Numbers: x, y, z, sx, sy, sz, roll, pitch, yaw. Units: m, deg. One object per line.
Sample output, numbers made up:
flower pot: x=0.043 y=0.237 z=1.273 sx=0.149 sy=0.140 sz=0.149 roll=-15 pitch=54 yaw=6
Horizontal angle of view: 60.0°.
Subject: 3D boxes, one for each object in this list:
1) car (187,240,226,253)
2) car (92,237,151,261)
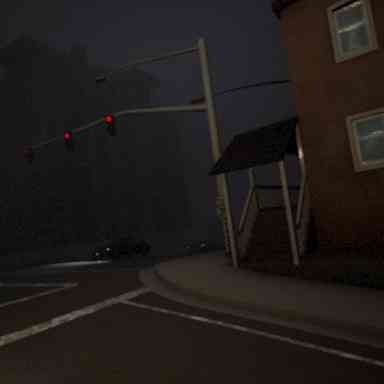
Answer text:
car: x=1.484 y=5.432 z=32.255 sx=2.097 sy=1.767 sz=4.553 roll=-11 pitch=-18 yaw=34
car: x=-4.864 y=3.956 z=23.545 sx=1.812 sy=1.442 sz=4.674 roll=-11 pitch=-10 yaw=33
